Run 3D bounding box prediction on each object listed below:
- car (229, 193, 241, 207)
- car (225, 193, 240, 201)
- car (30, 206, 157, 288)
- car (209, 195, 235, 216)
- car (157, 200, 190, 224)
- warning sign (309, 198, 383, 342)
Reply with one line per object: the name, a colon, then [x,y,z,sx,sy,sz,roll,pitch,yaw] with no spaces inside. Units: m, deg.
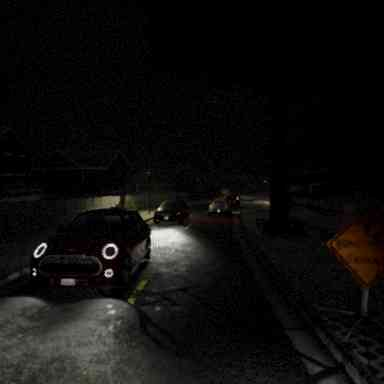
car: [5.266,1.193,43.625,2.033,1.411,5.357,1,1,14]
car: [7.706,0.941,62.775,1.994,1.385,4.181,1,1,19]
car: [-2.470,1.275,9.202,2.097,1.767,4.553,0,1,3]
car: [2.548,1.309,29.544,1.812,1.442,4.674,1,0,9]
car: [-1.303,1.311,22.918,2.128,1.511,4.902,0,0,7]
warning sign: [2.648,1.086,5.023,1.300,1.860,1.060,3,3,2]
